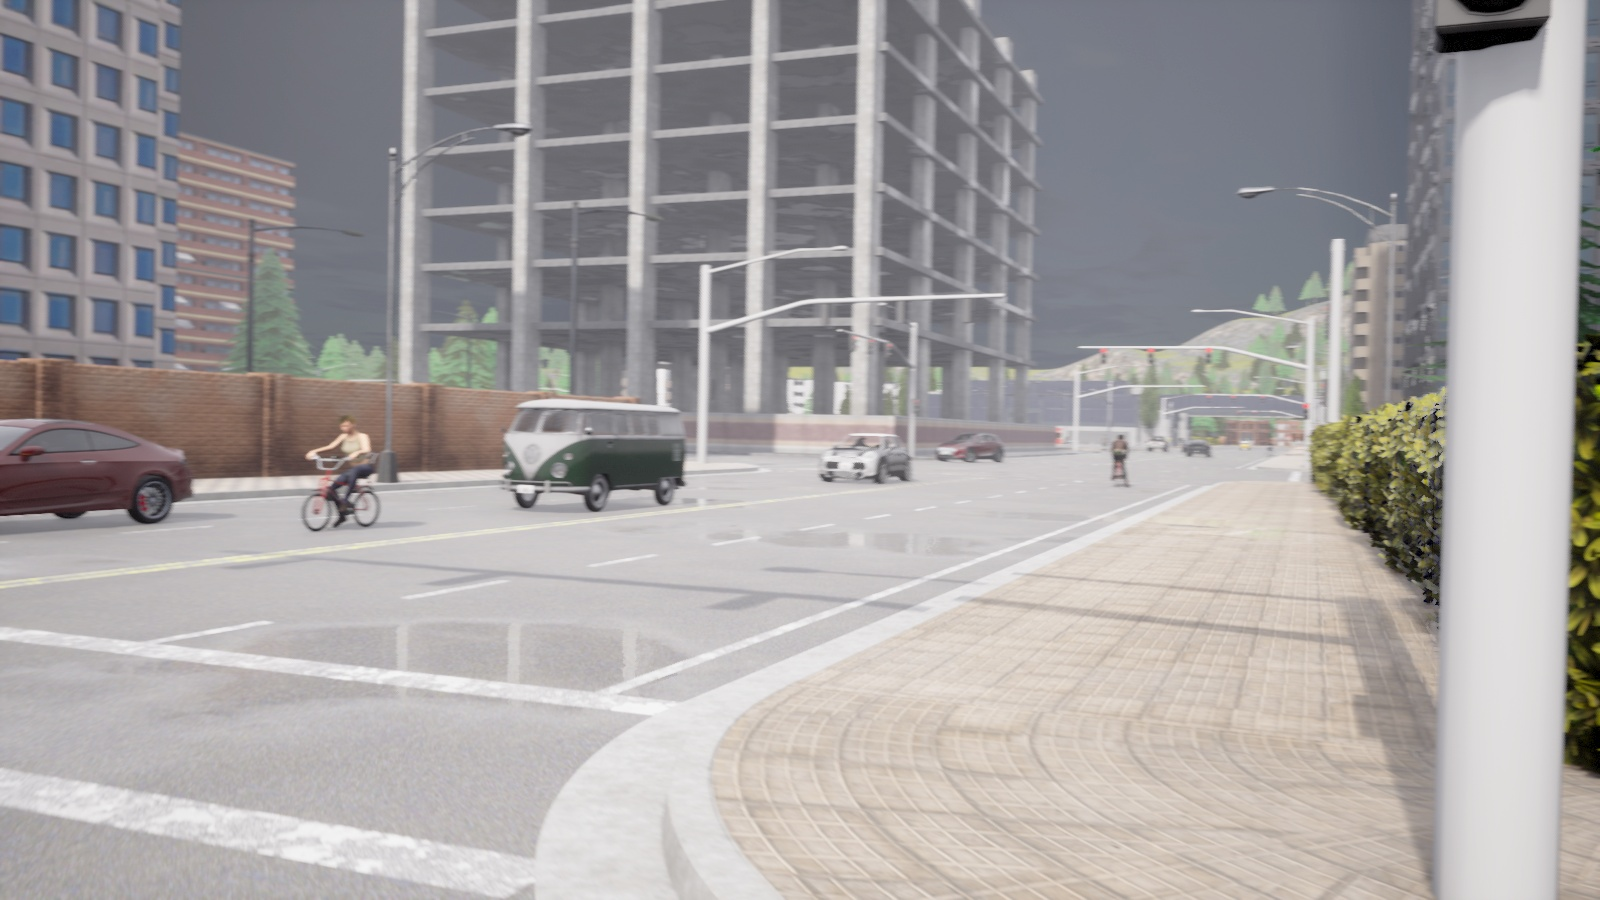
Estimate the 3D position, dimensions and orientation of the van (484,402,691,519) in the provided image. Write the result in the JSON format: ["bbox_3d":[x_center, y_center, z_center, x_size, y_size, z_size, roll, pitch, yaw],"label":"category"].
[{"bbox_3d":[-3.852,0.144,23.625,1.775,1.987,4.442,1,1,22],"label":"van"}]

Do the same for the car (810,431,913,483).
[{"bbox_3d":[1.912,0.157,37.934,1.970,1.475,3.806,1,1,22],"label":"car"}]

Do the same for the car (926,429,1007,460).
[{"bbox_3d":[9.077,-0.321,68.257,2.033,1.649,4.856,2,2,41],"label":"car"}]

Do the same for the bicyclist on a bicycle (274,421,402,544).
[{"bbox_3d":[-6.365,0.415,17.379,0.866,1.612,1.509,1,1,22],"label":"bicyclist on a bicycle"}]

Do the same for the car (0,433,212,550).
[{"bbox_3d":[-10.403,0.499,16.738,1.812,1.442,4.674,1,1,22],"label":"car"}]
